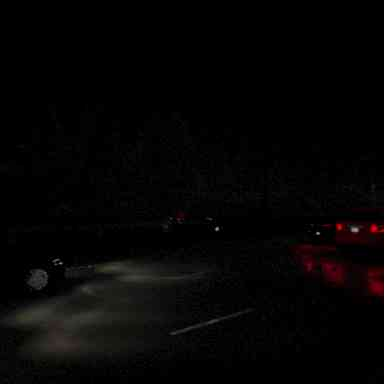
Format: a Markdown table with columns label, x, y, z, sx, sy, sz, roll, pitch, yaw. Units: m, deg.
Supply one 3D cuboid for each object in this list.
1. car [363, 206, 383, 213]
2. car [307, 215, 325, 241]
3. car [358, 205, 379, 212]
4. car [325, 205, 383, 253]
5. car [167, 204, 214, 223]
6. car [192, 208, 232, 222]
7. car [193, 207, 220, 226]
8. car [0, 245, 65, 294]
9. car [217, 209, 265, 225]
| label | x | y | z | sx | sy | sz | roll | pitch | yaw |
| --- | --- | --- | --- | --- | --- | --- | --- | --- | --- |
| car | 33.075 | 3.156 | 60.334 | 4.718 | 1.301 | 1.895 | 1 | -2 | -38 |
| car | 8.628 | 2.015 | 19.195 | 4.902 | 1.511 | 2.128 | 1 | -2 | -38 |
| car | 35.412 | 3.312 | 66.563 | 4.718 | 1.301 | 1.895 | 1 | -2 | -38 |
| car | 8.491 | 1.604 | 14.692 | 5.566 | 2.045 | 2.150 | 1 | -2 | -38 |
| car | 0.111 | 2.331 | 34.983 | 5.566 | 2.045 | 2.150 | 1 | -2 | -38 |
| car | 2.525 | 2.787 | 41.255 | 4.892 | 1.490 | 1.837 | 1 | -2 | -38 |
| car | 2.929 | 2.487 | 32.729 | 5.008 | 1.535 | 1.882 | 1 | -2 | -38 |
| car | -5.732 | 1.802 | 8.091 | 5.008 | 1.535 | 1.882 | 1 | -2 | -38 |
| car | 4.714 | 2.458 | 29.682 | 4.181 | 1.385 | 1.994 | 1 | -2 | -38 |
